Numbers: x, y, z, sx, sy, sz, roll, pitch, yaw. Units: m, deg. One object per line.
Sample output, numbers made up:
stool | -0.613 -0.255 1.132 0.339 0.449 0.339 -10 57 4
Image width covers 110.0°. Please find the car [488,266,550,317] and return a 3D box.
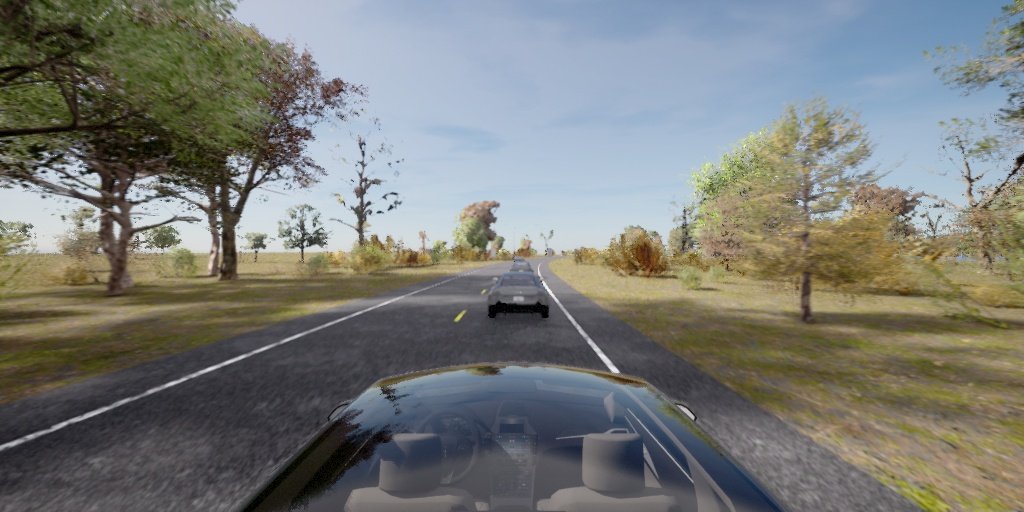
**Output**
car | 0.235 1.242 12.774 1.994 1.385 4.181 0 0 1

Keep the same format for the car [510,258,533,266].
car | 0.812 1.122 30.306 1.994 1.385 4.181 0 0 3
